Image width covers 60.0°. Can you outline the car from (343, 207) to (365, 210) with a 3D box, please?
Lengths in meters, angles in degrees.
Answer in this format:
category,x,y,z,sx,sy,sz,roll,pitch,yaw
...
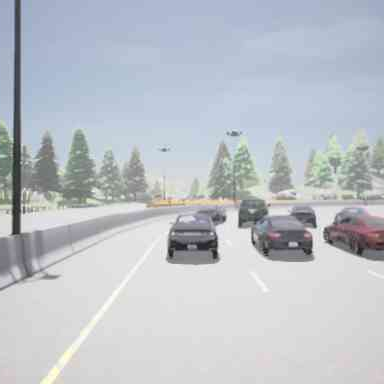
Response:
category,x,y,z,sx,sy,sz,roll,pitch,yaw
car,11.647,1.811,24.038,2.033,1.411,5.357,0,-1,14

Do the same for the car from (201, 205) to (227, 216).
category,x,y,z,sx,sy,sz,roll,pitch,yaw
car,1.667,1.791,27.203,2.128,1.511,4.902,0,-1,15

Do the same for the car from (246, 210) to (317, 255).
category,x,y,z,sx,sy,sz,roll,pitch,yaw
car,3.599,1.678,13.839,1.812,1.442,4.674,0,0,2

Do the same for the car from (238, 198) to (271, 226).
category,x,y,z,sx,sy,sz,roll,pitch,yaw
car,4.815,1.505,25.566,2.150,2.045,5.566,0,0,14

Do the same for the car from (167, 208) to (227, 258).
category,x,y,z,sx,sy,sz,roll,pitch,yaw
car,0.084,1.642,13.482,2.128,1.511,4.902,0,0,2

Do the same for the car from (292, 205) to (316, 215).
category,x,y,z,sx,sy,sz,roll,pitch,yaw
car,8.510,1.789,25.706,1.837,1.490,4.892,0,0,16

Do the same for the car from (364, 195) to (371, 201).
category,x,y,z,sx,sy,sz,roll,pitch,yaw
car,45.219,2.069,81.115,4.674,1.442,1.812,-1,-1,-5

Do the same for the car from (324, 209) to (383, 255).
category,x,y,z,sx,sy,sz,roll,pitch,yaw
car,7.098,1.678,13.866,1.812,1.442,4.674,0,0,2

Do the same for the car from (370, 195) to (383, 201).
category,x,y,z,sx,sy,sz,roll,pitch,yaw
car,45.184,1.987,77.614,5.008,1.535,1.882,-1,-1,-5
